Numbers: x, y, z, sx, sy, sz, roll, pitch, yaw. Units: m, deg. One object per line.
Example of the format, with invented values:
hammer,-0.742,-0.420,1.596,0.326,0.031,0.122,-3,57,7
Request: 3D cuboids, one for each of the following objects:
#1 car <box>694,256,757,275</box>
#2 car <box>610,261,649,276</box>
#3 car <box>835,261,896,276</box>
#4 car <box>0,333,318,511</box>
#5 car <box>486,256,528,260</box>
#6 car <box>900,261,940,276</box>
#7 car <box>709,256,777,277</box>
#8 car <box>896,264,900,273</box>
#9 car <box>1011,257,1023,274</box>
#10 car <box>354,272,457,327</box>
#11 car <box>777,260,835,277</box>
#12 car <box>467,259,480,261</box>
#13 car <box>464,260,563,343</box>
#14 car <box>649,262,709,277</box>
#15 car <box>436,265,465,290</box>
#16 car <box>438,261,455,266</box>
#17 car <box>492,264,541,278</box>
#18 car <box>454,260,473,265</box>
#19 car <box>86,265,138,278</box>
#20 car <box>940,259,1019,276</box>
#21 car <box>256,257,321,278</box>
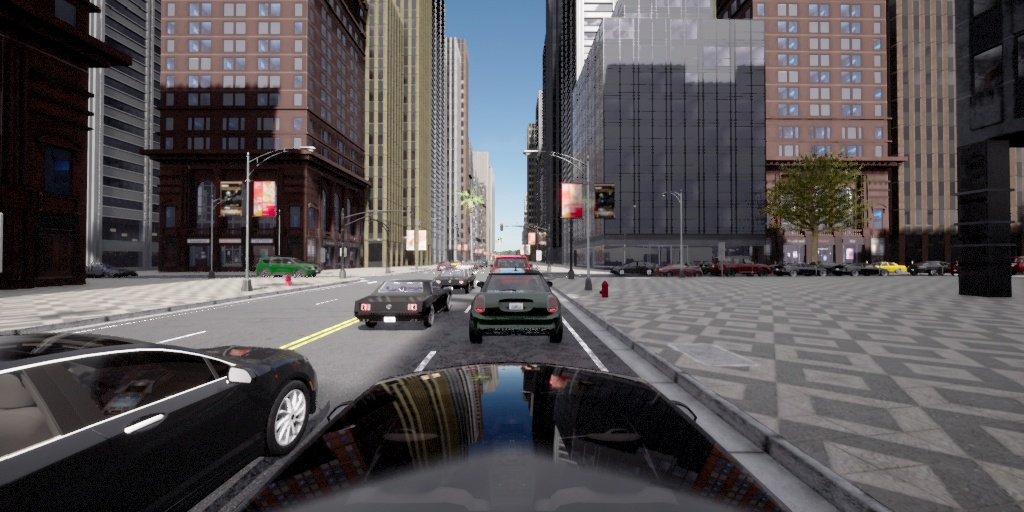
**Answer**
car,23.067,1.010,38.803,5.566,2.045,2.150,0,-1,-2
car,13.027,1.326,38.616,4.892,1.490,1.837,0,-1,-1
car,32.163,1.260,33.178,4.313,1.339,1.948,0,0,-1
car,-3.151,1.255,2.186,1.837,1.490,4.892,0,0,0
car,-0.038,1.003,19.380,2.150,2.045,5.566,0,0,0
car,42.519,1.227,35.992,4.674,1.442,1.812,0,-1,-1
car,20.890,1.041,32.979,5.009,1.841,2.192,0,0,-1
car,43.125,1.295,41.897,4.829,1.417,1.751,0,0,-1
car,49.077,0.973,33.476,5.009,1.841,2.192,0,0,-1
car,-3.168,1.361,11.507,1.895,1.301,4.718,0,0,0
car,26.526,1.276,33.078,4.313,1.339,1.948,0,0,-1
car,-6.700,1.634,60.986,1.895,1.301,4.718,0,0,0
car,0.080,1.109,9.860,2.097,1.767,4.553,0,0,0
car,15.251,1.327,32.880,4.207,1.307,1.802,0,0,-1
car,-3.191,1.388,20.675,1.895,1.301,4.718,0,0,0
car,-9.947,1.504,53.076,1.812,1.442,4.674,0,0,-3
car,0.417,1.430,35.166,4.718,1.301,1.895,0,-1,-1
car,-6.702,1.570,51.822,1.895,1.301,4.718,0,0,0
car,-39.768,1.552,34.806,5.357,1.411,2.033,0,-1,0
car,43.439,1.214,33.377,4.507,1.381,1.888,0,0,-1
car,-21.714,1.145,34.831,5.566,2.045,2.150,0,-1,0
